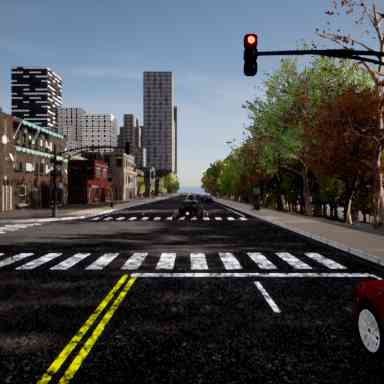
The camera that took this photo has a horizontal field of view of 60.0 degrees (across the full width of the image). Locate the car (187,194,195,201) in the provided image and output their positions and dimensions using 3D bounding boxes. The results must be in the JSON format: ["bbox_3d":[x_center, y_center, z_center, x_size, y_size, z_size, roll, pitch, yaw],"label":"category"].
[{"bbox_3d":[-0.196,1.275,75.997,1.882,1.535,5.008,0,0,0],"label":"car"}]

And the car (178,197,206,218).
[{"bbox_3d":[-0.107,1.495,29.715,1.837,1.490,4.892,2,0,6],"label":"car"}]

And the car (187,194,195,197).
[{"bbox_3d":[-0.171,1.497,65.996,1.812,1.442,4.674,0,0,0],"label":"car"}]

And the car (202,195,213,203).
[{"bbox_3d":[3.181,1.519,65.814,2.033,1.411,5.357,0,0,0],"label":"car"}]

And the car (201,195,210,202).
[{"bbox_3d":[3.059,1.465,76.308,1.837,1.490,4.892,0,0,0],"label":"car"}]

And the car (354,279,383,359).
[{"bbox_3d":[3.342,1.477,2.948,1.882,1.535,5.008,0,0,0],"label":"car"}]
